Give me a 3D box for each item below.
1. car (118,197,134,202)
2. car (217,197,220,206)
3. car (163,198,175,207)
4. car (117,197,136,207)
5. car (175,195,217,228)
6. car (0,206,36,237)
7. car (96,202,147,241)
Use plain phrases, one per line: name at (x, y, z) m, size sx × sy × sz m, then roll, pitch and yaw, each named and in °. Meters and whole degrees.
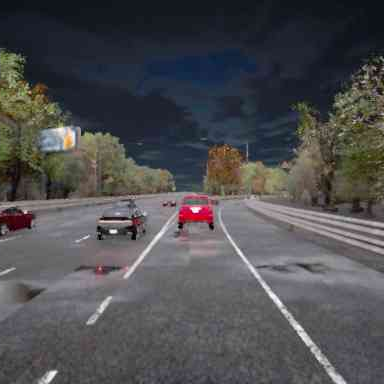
car at (-6.900, 1.562, 34.581) m, size 2.033 × 1.411 × 5.357 m, roll 0°, pitch 0°, yaw 0°
car at (3.654, 1.529, 56.202) m, size 1.882 × 1.535 × 5.008 m, roll 0°, pitch 0°, yaw 9°
car at (-3.396, 1.622, 52.216) m, size 1.895 × 1.301 × 4.718 m, roll 0°, pitch 0°, yaw 0°
car at (-10.398, 1.514, 53.046) m, size 2.128 × 1.511 × 4.902 m, roll 0°, pitch 0°, yaw 0°
car at (0.333, 1.227, 22.202) m, size 2.150 × 2.045 × 5.566 m, roll 0°, pitch 0°, yaw 3°
car at (-10.398, 1.485, 18.244) m, size 1.882 × 1.535 × 5.008 m, roll 0°, pitch 0°, yaw 0°
car at (-3.398, 1.499, 16.798) m, size 2.128 × 1.511 × 4.902 m, roll 0°, pitch 0°, yaw 0°
